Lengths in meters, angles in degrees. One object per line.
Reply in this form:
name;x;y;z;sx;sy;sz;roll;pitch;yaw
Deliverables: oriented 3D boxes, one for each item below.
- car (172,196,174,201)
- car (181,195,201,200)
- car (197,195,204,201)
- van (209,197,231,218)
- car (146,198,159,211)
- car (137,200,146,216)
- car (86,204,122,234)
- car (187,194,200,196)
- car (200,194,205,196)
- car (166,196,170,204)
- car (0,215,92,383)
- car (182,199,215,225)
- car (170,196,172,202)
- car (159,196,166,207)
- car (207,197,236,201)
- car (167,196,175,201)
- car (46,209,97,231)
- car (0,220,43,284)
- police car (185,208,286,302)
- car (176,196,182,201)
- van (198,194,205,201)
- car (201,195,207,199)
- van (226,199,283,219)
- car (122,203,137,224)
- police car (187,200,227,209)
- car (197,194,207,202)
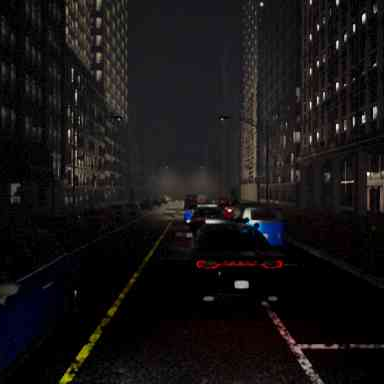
car;-5.938;1.720;82.056;1.752;1.417;4.829;-1;0;0
car;-0.119;1.587;45.538;1.882;1.535;5.008;0;0;0
car;2.407;1.661;93.618;1.967;1.590;4.097;-1;0;0
van;2.591;1.416;31.099;1.690;1.788;3.998;-1;0;0
car;-5.821;1.653;42.441;2.008;1.369;4.403;-1;0;0
car;-5.787;1.657;31.073;1.802;1.307;4.206;-1;0;0
car;-5.754;1.592;19.706;1.887;1.381;4.507;-1;0;0
car;-0.173;1.364;59.428;2.150;2.045;5.566;0;0;0
car;2.456;1.497;76.568;2.192;1.841;5.009;-1;0;0
car;-5.888;1.738;65.174;1.802;1.307;4.206;-1;0;0
car;-3.008;1.362;4.099;2.097;1.767;4.553;0;0;0
car;0.573;1.537;24.486;1.882;1.535;5.008;0;0;6
car;-5.906;1.609;70.858;1.967;1.590;4.097;-1;0;0
car;-5.855;1.680;53.807;2.008;1.369;4.403;-1;0;0
car;2.607;1.376;25.415;2.192;1.841;5.009;-1;0;0
car;-5.973;1.787;93.593;1.947;1.339;4.313;-1;0;0
car;-5.737;1.600;14.022;1.947;1.339;4.313;-1;0;0
car;-5.720;1.571;8.339;2.008;1.369;4.403;-1;0;0
police car;0.877;1.446;8.498;1.930;1.638;5.238;0;0;0
car;-3.265;1.738;90.051;1.812;1.442;4.674;0;0;0
van;2.423;1.549;87.935;1.690;1.788;3.998;-1;0;0
car;2.526;1.680;53.832;2.008;1.369;4.403;-1;0;0
van;2.642;1.375;14.048;1.690;1.788;3.998;-1;0;0
car;-5.771;1.612;25.390;2.008;1.369;4.403;-1;0;0
police car;0.847;1.470;18.499;1.930;1.638;5.238;0;0;0
car;2.439;1.510;82.252;2.192;1.841;5.009;-1;0;0
